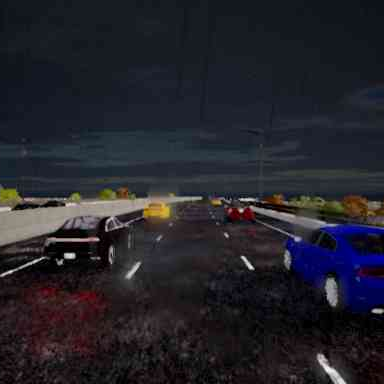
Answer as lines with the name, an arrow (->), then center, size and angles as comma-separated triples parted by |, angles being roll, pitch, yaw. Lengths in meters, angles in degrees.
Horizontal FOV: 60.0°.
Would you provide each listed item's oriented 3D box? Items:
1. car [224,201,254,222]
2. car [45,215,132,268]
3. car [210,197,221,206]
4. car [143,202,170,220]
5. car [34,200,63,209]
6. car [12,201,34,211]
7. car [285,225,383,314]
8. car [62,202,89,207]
car -> 3.867, 1.526, 28.011 | 2.097, 1.767, 4.553 | 0, 0, 1
car -> -3.341, 1.550, 11.559 | 2.128, 1.511, 4.902 | 0, 0, 0
car -> 4.891, 1.938, 67.362 | 1.801, 1.575, 5.366 | 0, 0, 2
car -> -3.105, 1.663, 29.745 | 1.882, 1.535, 5.008 | 0, 0, 1
car -> -17.052, 1.771, 40.912 | 1.837, 1.490, 4.892 | 0, 0, 2
car -> -20.537, 1.835, 41.448 | 1.994, 1.385, 4.181 | 0, -1, 2
car -> 3.634, 1.518, 7.813 | 1.882, 1.535, 5.008 | 0, 0, 0
car -> -13.572, 1.865, 40.378 | 1.895, 1.301, 4.718 | 0, 0, 2
